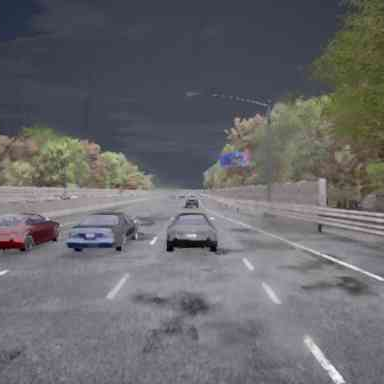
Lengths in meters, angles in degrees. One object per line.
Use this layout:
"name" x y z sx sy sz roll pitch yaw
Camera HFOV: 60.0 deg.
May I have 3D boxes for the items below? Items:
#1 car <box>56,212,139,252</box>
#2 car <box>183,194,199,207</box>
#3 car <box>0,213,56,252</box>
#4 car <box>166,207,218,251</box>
"car" -3.499 1.547 13.924 2.033 1.411 5.357 0 0 0
"car" 0.005 1.507 49.238 1.837 1.490 4.892 0 0 0
"car" -6.999 1.564 13.793 1.994 1.385 4.181 0 0 0
"car" -0.002 1.564 14.066 1.994 1.385 4.181 0 0 0
